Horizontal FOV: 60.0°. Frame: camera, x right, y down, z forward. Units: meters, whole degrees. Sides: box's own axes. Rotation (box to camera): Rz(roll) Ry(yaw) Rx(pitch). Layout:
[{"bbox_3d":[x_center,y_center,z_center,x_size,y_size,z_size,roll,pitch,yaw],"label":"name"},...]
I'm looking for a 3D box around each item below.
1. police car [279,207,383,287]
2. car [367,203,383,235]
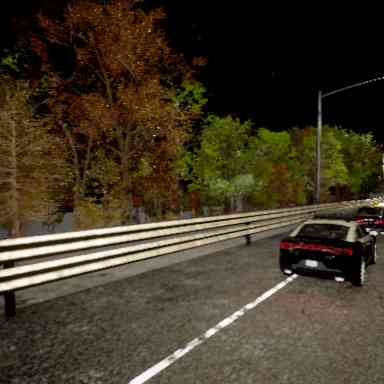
[{"bbox_3d":[4.202,1.454,9.785,1.930,1.638,5.238,1,0,34],"label":"police car"},{"bbox_3d":[9.746,1.587,17.978,1.837,1.490,4.892,1,0,34],"label":"car"}]
